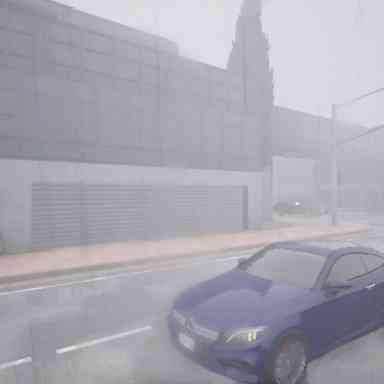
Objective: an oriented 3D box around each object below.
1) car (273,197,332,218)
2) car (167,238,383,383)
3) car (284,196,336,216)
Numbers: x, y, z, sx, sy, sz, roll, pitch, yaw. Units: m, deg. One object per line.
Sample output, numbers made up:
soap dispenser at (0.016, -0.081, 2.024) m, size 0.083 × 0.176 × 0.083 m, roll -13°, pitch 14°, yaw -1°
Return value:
car at (9.700, 1.492, 30.366) m, size 2.128 × 1.511 × 4.902 m, roll 0°, pitch 0°, yaw -37°
car at (1.837, 1.526, 5.320) m, size 4.674 × 1.442 × 1.812 m, roll 0°, pitch 0°, yaw -35°
car at (11.789, 1.352, 33.423) m, size 2.097 × 1.767 × 4.553 m, roll 0°, pitch 0°, yaw -37°
